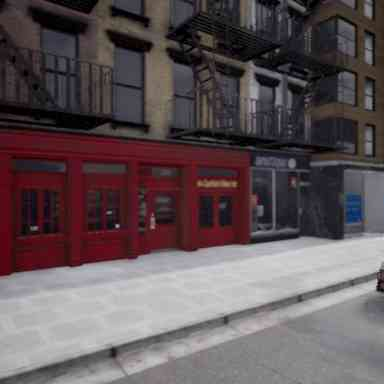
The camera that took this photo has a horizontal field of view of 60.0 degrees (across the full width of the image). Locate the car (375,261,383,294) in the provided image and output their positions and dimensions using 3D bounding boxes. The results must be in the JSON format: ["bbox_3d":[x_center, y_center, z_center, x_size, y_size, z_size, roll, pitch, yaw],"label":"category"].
[{"bbox_3d":[5.854,1.572,7.249,4.181,1.385,1.994,0,0,-36],"label":"car"}]
